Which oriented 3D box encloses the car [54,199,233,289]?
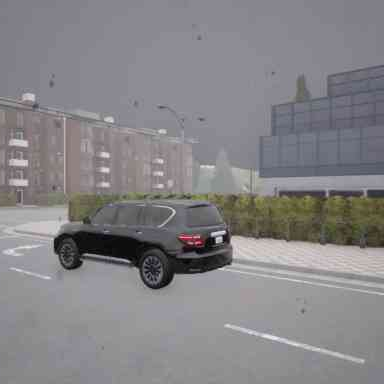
[{"bbox_3d":[-1.552,1.221,9.387,5.566,2.045,2.150,0,0,35],"label":"car"}]
